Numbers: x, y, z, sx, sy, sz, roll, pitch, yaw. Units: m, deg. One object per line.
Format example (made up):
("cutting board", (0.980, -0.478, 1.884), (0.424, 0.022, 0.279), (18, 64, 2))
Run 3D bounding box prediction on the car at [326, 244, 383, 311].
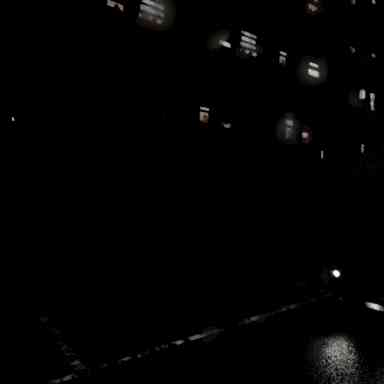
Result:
("car", (4.842, 1.594, 6.831), (4.718, 1.301, 1.895), (0, 0, -36))
